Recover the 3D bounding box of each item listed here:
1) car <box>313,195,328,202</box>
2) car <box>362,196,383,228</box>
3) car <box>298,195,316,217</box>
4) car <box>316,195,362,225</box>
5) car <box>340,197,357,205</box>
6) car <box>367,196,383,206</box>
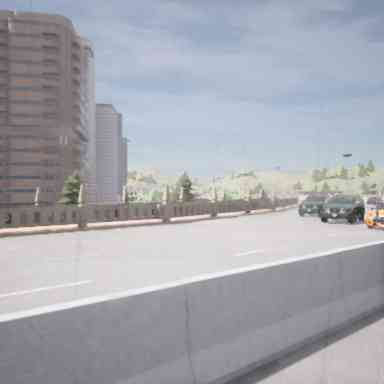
[{"bbox_3d":[27.139,1.408,70.227,1.895,1.301,4.718,0,0,7],"label":"car"},{"bbox_3d":[12.644,1.368,21.122,2.097,1.767,4.553,0,0,40],"label":"car"},{"bbox_3d":[11.852,1.270,31.465,2.150,2.045,5.566,0,-1,35],"label":"car"},{"bbox_3d":[11.559,1.252,25.216,2.150,2.045,5.566,0,0,38],"label":"car"},{"bbox_3d":[29.333,1.644,62.397,1.895,1.301,4.718,0,0,12],"label":"car"},{"bbox_3d":[31.621,1.540,57.187,1.837,1.490,4.892,0,0,16],"label":"car"}]
